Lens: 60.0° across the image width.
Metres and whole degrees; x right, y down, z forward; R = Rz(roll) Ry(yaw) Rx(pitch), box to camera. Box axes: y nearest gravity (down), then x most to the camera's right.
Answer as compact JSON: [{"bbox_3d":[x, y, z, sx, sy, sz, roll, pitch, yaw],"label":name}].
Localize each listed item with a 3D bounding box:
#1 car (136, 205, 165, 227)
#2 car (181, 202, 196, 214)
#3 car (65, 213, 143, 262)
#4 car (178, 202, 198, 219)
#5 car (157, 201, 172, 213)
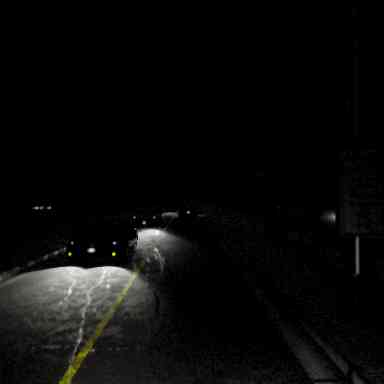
[{"bbox_3d":[-3.447,1.927,26.059,1.895,1.301,4.718,0,-1,-1],"label":"car"},{"bbox_3d":[-0.544,2.112,45.467,2.033,1.411,5.357,0,-1,-2],"label":"car"},{"bbox_3d":[-3.270,1.727,12.766,1.994,1.385,4.181,0,-1,-1],"label":"car"},{"bbox_3d":[-0.386,1.988,34.215,1.994,1.385,4.181,0,-1,-1],"label":"car"},{"bbox_3d":[-3.773,2.082,46.373,1.837,1.490,4.892,0,-1,-1],"label":"car"}]
